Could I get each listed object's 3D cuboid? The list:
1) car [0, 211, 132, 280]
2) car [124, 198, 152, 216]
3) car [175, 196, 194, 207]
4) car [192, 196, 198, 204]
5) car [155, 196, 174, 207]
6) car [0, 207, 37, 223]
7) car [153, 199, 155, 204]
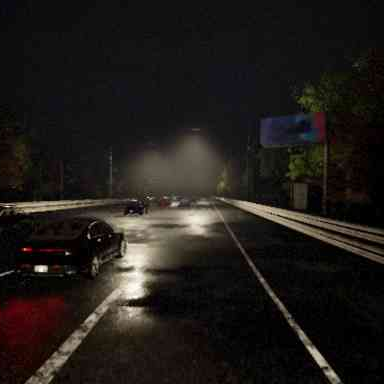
[{"bbox_3d":[-3.376,1.545,10.111,1.837,1.490,4.892,0,0,3],"label":"car"},{"bbox_3d":[-5.782,1.701,34.612,1.812,1.442,4.674,1,0,3],"label":"car"},{"bbox_3d":[-1.240,1.922,57.738,2.033,1.411,5.357,1,0,3],"label":"car"},{"bbox_3d":[-0.181,1.938,81.397,2.097,1.767,4.553,1,-1,3],"label":"car"},{"bbox_3d":[-4.736,1.871,57.985,1.812,1.442,4.674,1,0,3],"label":"car"},{"bbox_3d":[-10.037,1.519,17.745,2.128,1.511,4.902,1,0,3],"label":"car"},{"bbox_3d":[-8.228,1.821,58.194,1.837,1.490,4.892,1,0,3],"label":"car"}]
